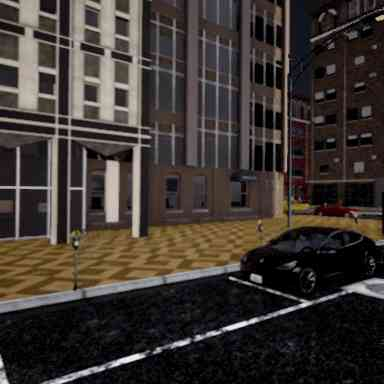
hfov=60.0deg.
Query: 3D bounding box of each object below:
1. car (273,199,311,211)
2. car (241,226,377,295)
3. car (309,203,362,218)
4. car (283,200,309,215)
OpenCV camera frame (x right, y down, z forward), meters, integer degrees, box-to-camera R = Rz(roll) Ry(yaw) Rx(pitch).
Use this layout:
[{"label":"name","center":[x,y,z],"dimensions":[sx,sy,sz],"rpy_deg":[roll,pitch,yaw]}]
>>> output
[{"label":"car","center":[13.429,1.737,44.763],"dimensions":[1.752,1.417,4.829],"rpy_deg":[1,0,-36]},{"label":"car","center":[3.247,1.617,8.873],"dimensions":[4.313,1.339,1.947],"rpy_deg":[0,0,-36]},{"label":"car","center":[13.322,1.718,30.536],"dimensions":[1.802,1.307,4.206],"rpy_deg":[1,0,-36]},{"label":"car","center":[10.121,1.651,34.999],"dimensions":[1.752,1.417,4.829],"rpy_deg":[1,0,-36]}]
